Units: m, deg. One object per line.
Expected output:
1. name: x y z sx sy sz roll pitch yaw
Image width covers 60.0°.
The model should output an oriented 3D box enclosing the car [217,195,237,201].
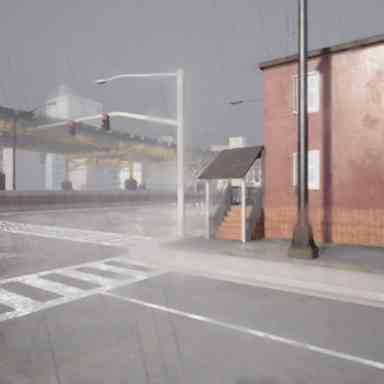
1. car: 9.726 1.552 92.517 4.974 1.542 2.038 0 0 -26

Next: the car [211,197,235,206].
1. car: 5.451 1.611 57.769 2.033 1.411 5.357 0 0 36
